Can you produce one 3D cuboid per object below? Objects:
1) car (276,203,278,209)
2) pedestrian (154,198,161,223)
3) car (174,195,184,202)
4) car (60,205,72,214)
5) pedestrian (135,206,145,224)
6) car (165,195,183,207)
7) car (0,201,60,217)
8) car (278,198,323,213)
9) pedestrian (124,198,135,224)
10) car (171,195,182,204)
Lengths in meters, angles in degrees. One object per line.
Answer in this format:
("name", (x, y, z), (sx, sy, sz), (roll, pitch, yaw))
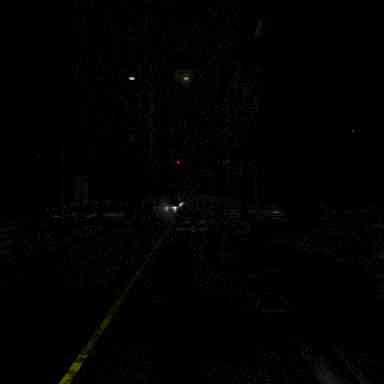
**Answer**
("car", (12.648, 1.491, 40.119), (4.902, 1.511, 2.128), (0, 0, 0))
("pedestrian", (-2.564, 1.291, 23.603), (0.375, 1.860, 0.375), (0, 0, 0))
("car", (-2.995, 1.516, 77.016), (2.128, 1.511, 4.902), (0, 0, 0))
("car", (-14.705, 1.587, 33.537), (4.718, 1.301, 1.895), (0, 0, 0))
("pedestrian", (-3.788, 1.571, 24.205), (0.375, 1.300, 0.375), (0, 0, 0))
("car", (-3.036, 1.541, 52.979), (2.033, 1.411, 5.357), (0, 0, 4))
("car", (-15.035, 1.593, 30.288), (4.718, 1.301, 1.895), (0, 0, -2))
("car", (12.207, 1.569, 36.870), (4.181, 1.385, 1.994), (0, 0, 0))
("pedestrian", (-4.312, 1.291, 23.005), (0.375, 1.860, 0.375), (0, 0, 0))
("car", (-3.022, 1.470, 65.309), (1.882, 1.535, 5.008), (0, 0, 1))
